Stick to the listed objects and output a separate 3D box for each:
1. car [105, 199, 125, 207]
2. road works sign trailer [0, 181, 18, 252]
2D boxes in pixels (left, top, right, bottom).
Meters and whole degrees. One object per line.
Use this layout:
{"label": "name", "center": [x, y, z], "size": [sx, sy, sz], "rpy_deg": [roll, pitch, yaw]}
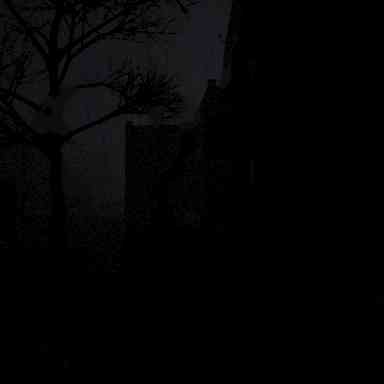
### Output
{"label": "car", "center": [-14.007, 1.922, 60.563], "size": [1.994, 1.385, 4.181], "rpy_deg": [1, 0, 19]}
{"label": "road works sign trailer", "center": [-7.742, 0.943, 10.855], "size": [3.560, 2.380, 2.880], "rpy_deg": [-4, 2, -9]}
